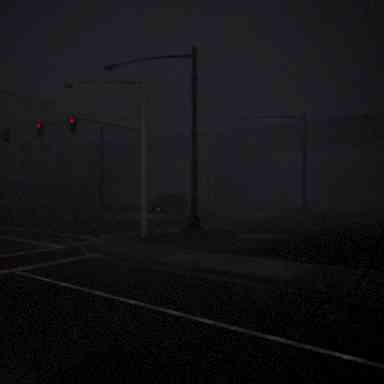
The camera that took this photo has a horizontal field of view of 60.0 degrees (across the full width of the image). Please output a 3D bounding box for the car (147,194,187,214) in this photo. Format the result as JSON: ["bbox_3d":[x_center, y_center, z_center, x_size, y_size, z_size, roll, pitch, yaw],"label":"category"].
[{"bbox_3d":[-2.790,1.288,36.945,2.150,2.045,5.566,0,0,34],"label":"car"}]

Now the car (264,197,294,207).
[{"bbox_3d":[13.928,1.528,53.207,5.008,1.535,1.882,0,0,-19],"label":"car"}]
